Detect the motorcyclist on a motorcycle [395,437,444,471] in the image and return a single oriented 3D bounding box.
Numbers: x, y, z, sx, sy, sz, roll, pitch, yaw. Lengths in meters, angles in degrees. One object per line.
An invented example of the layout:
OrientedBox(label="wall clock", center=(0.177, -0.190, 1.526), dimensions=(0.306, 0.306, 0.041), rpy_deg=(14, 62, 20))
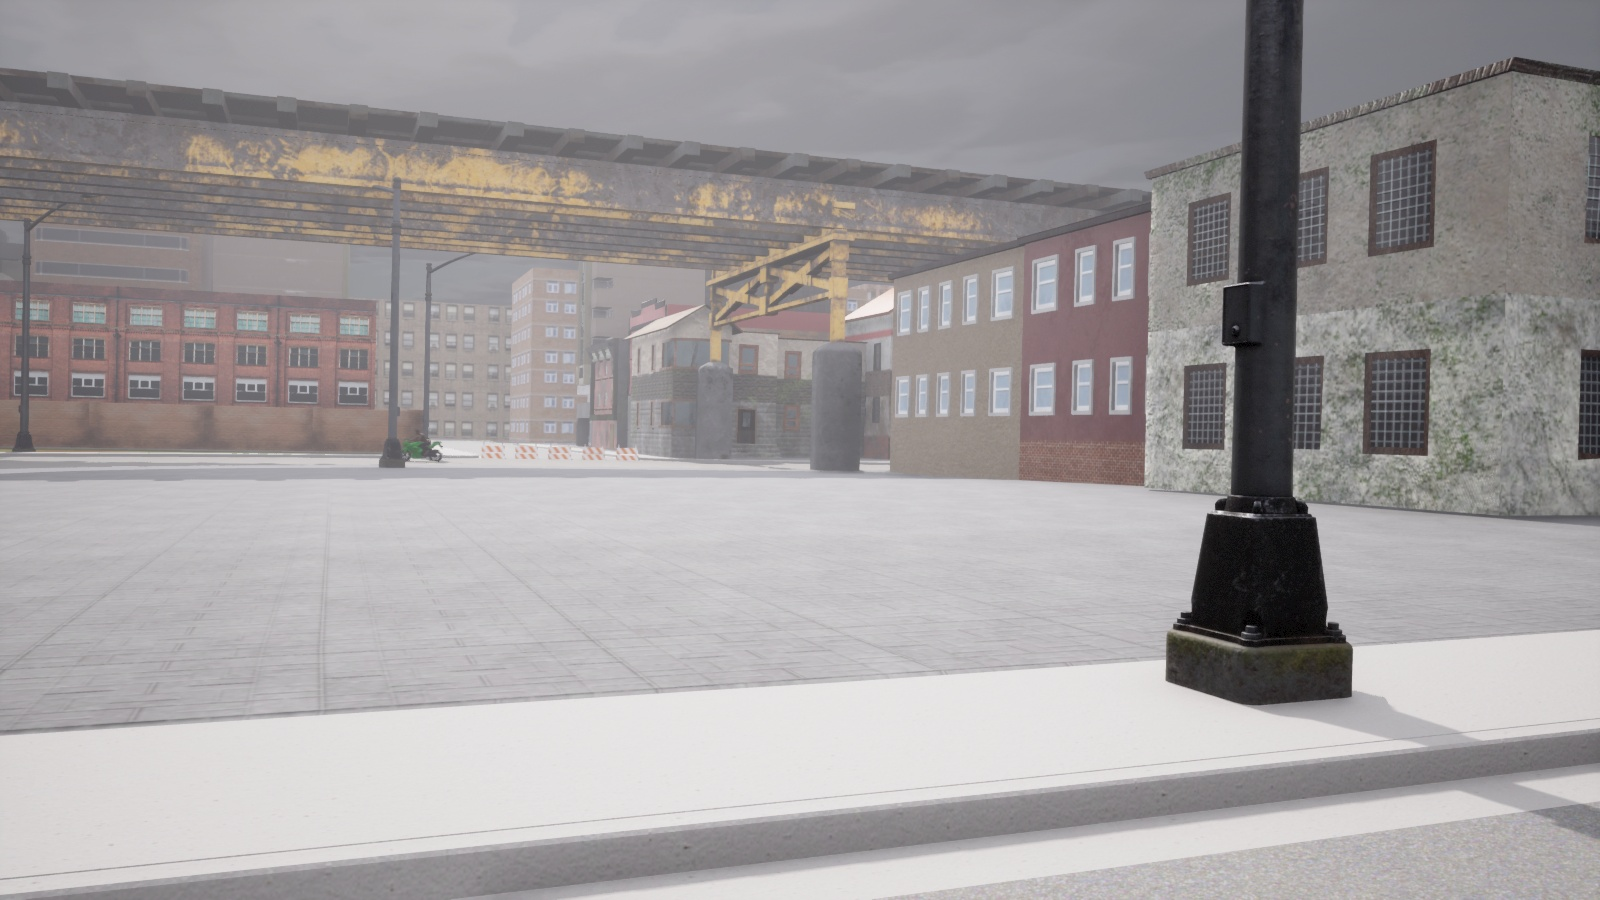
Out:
OrientedBox(label="motorcyclist on a motorcycle", center=(-17.486, 0.181, 57.669), dimensions=(2.044, 1.523, 0.797), rpy_deg=(0, 1, -27))
